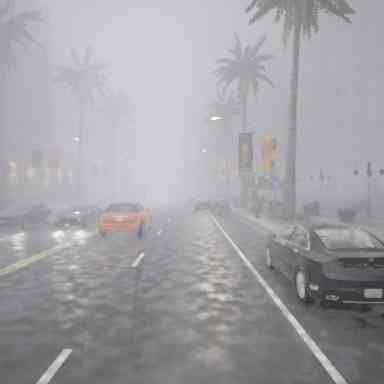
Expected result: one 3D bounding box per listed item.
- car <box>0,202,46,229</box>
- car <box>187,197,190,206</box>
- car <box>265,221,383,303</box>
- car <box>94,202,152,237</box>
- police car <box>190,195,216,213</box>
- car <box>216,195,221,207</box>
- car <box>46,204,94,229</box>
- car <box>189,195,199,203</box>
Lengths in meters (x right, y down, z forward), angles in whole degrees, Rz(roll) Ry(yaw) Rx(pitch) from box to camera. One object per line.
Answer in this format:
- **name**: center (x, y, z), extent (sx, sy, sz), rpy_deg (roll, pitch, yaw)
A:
- **car**: center (-10.602, 1.415, 21.099), extent (1.882, 1.535, 5.008), rpy_deg (0, 0, 0)
- **car**: center (0.338, 1.351, 52.292), extent (1.837, 1.490, 4.892), rpy_deg (0, 0, 1)
- **car**: center (3.085, 1.457, 8.076), extent (2.231, 1.521, 4.892), rpy_deg (0, 0, 0)
- **car**: center (-3.403, 1.299, 17.811), extent (2.097, 1.767, 4.553), rpy_deg (0, 0, 0)
- **police car**: center (1.098, 1.218, 35.808), extent (1.930, 1.638, 5.238), rpy_deg (-8, 3, 0)
- **car**: center (3.396, 1.338, 59.380), extent (2.161, 1.482, 4.786), rpy_deg (0, 0, 0)
- **car**: center (-7.104, 1.484, 21.550), extent (2.033, 1.411, 5.357), rpy_deg (0, 0, 0)
- **car**: center (0.420, 1.376, 66.426), extent (2.033, 1.411, 5.357), rpy_deg (0, 0, 1)
